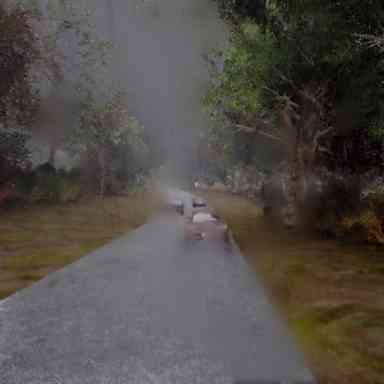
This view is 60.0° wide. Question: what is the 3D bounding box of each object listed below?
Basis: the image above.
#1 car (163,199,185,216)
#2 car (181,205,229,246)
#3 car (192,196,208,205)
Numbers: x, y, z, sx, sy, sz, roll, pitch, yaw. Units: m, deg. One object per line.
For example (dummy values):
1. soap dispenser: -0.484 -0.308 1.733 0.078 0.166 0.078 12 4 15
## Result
1. car: -1.684 1.407 32.209 1.882 1.535 5.008 0 0 1
2. car: 0.663 1.523 15.127 1.812 1.442 4.674 0 0 2
3. car: 1.036 1.247 44.170 1.994 1.385 4.181 1 2 -1
